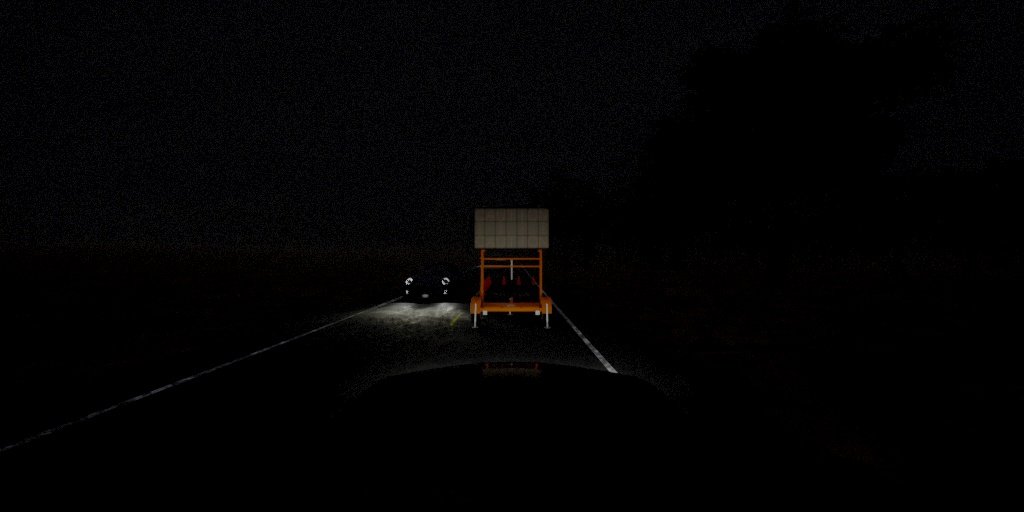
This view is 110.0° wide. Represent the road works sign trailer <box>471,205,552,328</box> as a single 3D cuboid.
[{"bbox_3d":[-0.009,0.203,11.305,2.380,3.560,2.880,0,0,0],"label":"road works sign trailer"}]

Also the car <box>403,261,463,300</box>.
[{"bbox_3d":[-3.632,1.071,17.239,2.097,1.767,4.553,0,0,0],"label":"car"}]

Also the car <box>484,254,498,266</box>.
[{"bbox_3d":[-3.706,0.880,58.743,1.812,1.442,4.674,0,1,0],"label":"car"}]
